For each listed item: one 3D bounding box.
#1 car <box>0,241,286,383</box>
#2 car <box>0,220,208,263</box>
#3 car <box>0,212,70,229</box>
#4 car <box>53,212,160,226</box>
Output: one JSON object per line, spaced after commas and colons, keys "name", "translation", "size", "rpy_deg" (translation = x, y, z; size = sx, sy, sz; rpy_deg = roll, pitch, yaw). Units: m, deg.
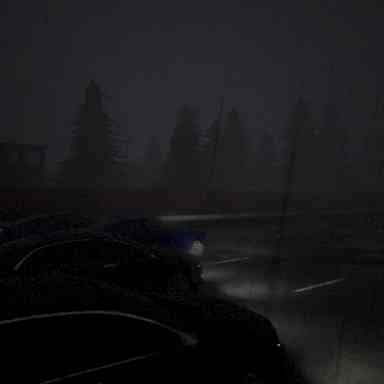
{"name": "car", "translation": [-1.243, 1.512, 2.859], "size": [4.892, 1.490, 1.837], "rpy_deg": [0, 0, -36]}
{"name": "car", "translation": [-2.003, 1.528, 6.617], "size": [4.892, 1.490, 1.837], "rpy_deg": [0, 0, -36]}
{"name": "car", "translation": [-4.902, 1.514, 13.147], "size": [5.008, 1.535, 1.882], "rpy_deg": [1, 0, -36]}
{"name": "car", "translation": [-1.696, 1.528, 11.135], "size": [5.008, 1.535, 1.882], "rpy_deg": [0, 0, -36]}
